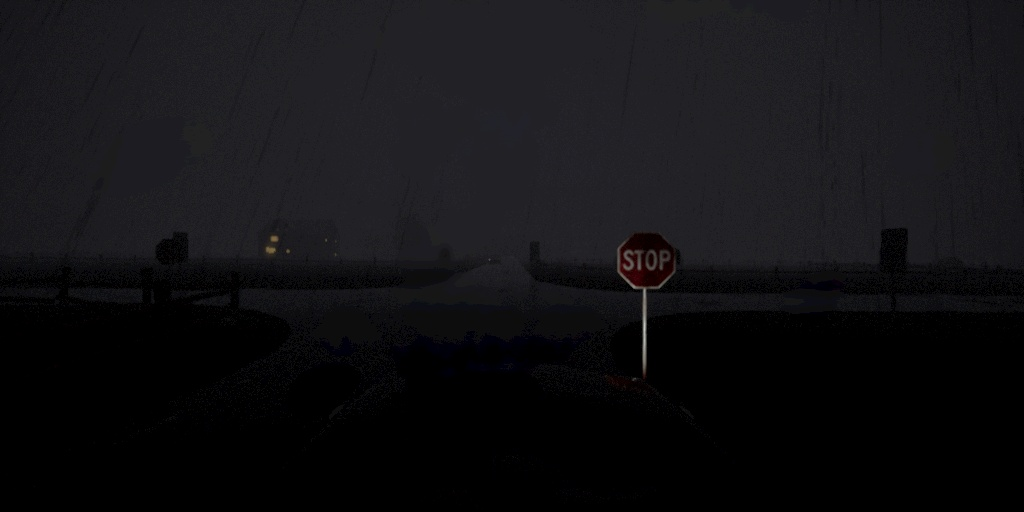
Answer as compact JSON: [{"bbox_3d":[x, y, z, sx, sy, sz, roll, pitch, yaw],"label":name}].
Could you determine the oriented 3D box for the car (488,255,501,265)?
[{"bbox_3d":[-2.978,0.587,62.003,2.097,1.767,4.553,0,1,0],"label":"car"}]
